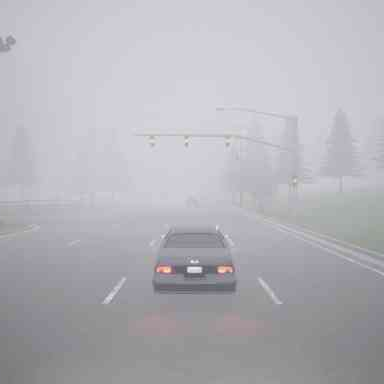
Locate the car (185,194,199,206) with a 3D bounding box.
[{"bbox_3d":[-0.008,1.352,52.968,2.097,1.767,4.553,0,0,0],"label":"car"}]

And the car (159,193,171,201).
[{"bbox_3d":[-7.009,1.217,83.640,2.150,2.045,5.566,0,0,0],"label":"car"}]

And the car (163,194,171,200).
[{"bbox_3d":[-7.010,1.385,94.030,1.994,1.385,4.181,0,0,0],"label":"car"}]

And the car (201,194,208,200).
[{"bbox_3d":[3.490,1.310,94.031,1.882,1.535,5.008,0,0,0],"label":"car"}]

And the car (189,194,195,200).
[{"bbox_3d":[-0.010,1.310,94.031,1.882,1.535,5.008,0,0,0],"label":"car"}]

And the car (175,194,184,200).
[{"bbox_3d":[-3.510,1.358,94.030,2.128,1.511,4.902,0,0,0],"label":"car"}]

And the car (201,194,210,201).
[{"bbox_3d":[3.491,1.492,83.611,1.837,1.490,4.892,0,0,0],"label":"car"}]

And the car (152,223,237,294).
[{"bbox_3d":[0.065,1.547,8.929,2.033,1.411,5.357,0,0,0],"label":"car"}]

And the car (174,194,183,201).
[{"bbox_3d":[-3.509,1.517,84.027,1.812,1.442,4.674,0,0,0],"label":"car"}]

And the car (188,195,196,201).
[{"bbox_3d":[-0.009,1.531,83.611,2.033,1.411,5.357,0,0,0],"label":"car"}]
